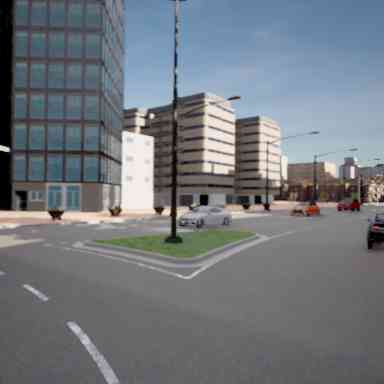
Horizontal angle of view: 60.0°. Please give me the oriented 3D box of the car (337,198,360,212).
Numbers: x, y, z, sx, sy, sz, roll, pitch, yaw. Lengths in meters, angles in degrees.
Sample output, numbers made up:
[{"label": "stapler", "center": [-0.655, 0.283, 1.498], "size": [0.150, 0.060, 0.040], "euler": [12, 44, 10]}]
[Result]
[{"label": "car", "center": [24.211, 1.972, 51.293], "size": [2.150, 2.045, 5.566], "euler": [0, -1, 40]}]

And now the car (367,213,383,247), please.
[{"label": "car", "center": [9.397, 1.746, 15.679], "size": [2.128, 1.511, 4.902], "euler": [0, -1, 31]}]

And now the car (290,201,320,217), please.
[{"label": "car", "center": [12.768, 1.842, 37.524], "size": [2.097, 1.767, 4.553], "euler": [0, -1, 40]}]

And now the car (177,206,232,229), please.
[{"label": "car", "center": [1.003, 1.752, 23.846], "size": [1.812, 1.442, 4.674], "euler": [0, -1, 43]}]
